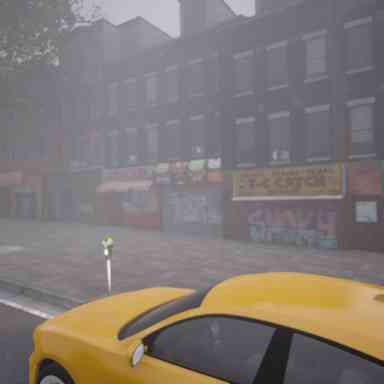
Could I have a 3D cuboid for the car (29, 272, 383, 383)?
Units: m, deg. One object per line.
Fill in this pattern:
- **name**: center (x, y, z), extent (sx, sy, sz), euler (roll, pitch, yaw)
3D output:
- **car**: center (0.666, 1.474, 2.785), extent (5.008, 1.535, 1.882), euler (0, 0, 33)
